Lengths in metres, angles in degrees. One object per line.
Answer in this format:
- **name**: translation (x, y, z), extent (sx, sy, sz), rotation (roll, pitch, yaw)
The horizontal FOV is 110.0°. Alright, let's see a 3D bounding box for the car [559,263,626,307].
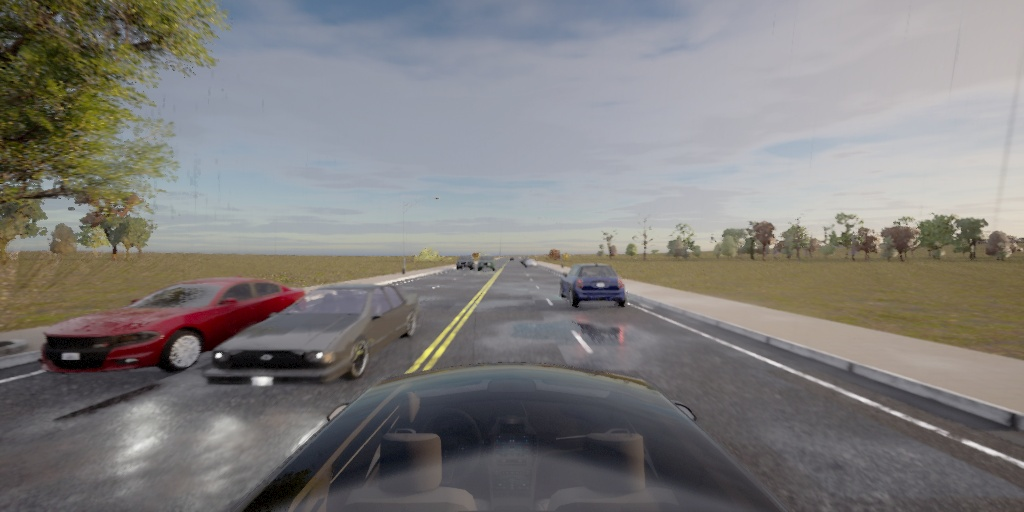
- **car**: translation (3.351, 1.100, 15.698), extent (2.097, 1.767, 4.553), rotation (0, 0, 0)

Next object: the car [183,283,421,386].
- **car**: translation (-3.351, 1.297, 7.479), extent (2.033, 1.411, 5.357), rotation (0, 0, 0)

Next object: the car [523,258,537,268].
- **car**: translation (3.255, 1.259, 61.622), extent (1.812, 1.442, 4.674), rotation (0, 0, 0)

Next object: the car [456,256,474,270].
- **car**: translation (-6.539, 0.953, 51.083), extent (2.150, 2.045, 5.566), rotation (0, 0, 1)

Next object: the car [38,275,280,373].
- **car**: translation (-6.598, 1.228, 7.857), extent (1.882, 1.535, 5.008), rotation (0, 0, 0)

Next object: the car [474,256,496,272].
- **car**: translation (-3.309, 0.960, 47.421), extent (2.150, 2.045, 5.566), rotation (0, 0, 0)
